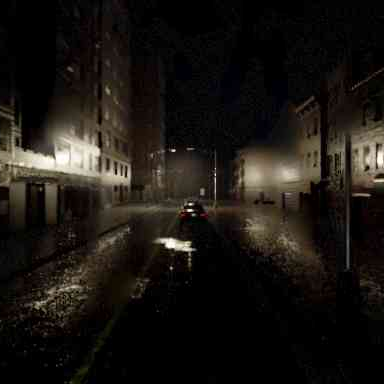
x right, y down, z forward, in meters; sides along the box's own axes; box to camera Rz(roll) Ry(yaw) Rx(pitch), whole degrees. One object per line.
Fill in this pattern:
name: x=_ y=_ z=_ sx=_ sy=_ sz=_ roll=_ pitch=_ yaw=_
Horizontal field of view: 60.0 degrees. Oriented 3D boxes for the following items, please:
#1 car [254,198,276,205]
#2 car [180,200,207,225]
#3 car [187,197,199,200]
car: x=13.203 y=1.695 z=59.248 sx=4.313 sy=1.339 sz=1.947 roll=0 pitch=-1 yaw=0
car: x=0.093 y=1.549 z=24.276 sx=2.033 sy=1.411 sz=5.357 roll=0 pitch=0 yaw=0
car: x=0.089 y=1.353 z=41.911 sx=2.097 sy=1.767 sz=4.553 roll=0 pitch=0 yaw=0
